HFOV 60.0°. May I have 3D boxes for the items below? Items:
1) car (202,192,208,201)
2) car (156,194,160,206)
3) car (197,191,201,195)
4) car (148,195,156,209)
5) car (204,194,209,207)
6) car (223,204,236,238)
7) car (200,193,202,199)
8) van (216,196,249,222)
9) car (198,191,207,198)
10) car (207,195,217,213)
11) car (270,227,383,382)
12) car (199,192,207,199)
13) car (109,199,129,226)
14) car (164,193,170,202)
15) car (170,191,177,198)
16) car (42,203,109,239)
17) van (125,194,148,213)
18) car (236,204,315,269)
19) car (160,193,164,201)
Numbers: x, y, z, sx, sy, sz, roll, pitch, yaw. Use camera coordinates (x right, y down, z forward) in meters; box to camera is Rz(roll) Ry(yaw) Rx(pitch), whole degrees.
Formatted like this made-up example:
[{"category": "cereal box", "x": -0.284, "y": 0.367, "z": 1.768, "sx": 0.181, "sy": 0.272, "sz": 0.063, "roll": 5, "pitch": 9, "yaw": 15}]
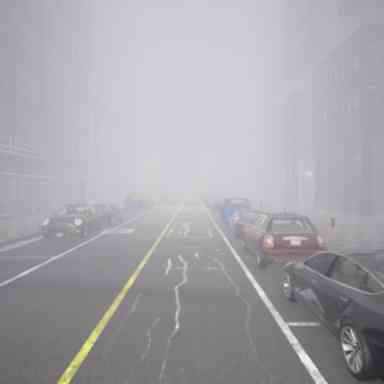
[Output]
[{"category": "car", "x": 2.790, "y": 1.120, "z": 44.437, "sx": 1.967, "sy": 1.590, "sz": 4.097, "roll": 0, "pitch": 0, "yaw": 0}, {"category": "car", "x": -5.735, "y": 1.225, "z": 44.435, "sx": 1.887, "sy": 1.381, "sz": 4.507, "roll": 0, "pitch": 0, "yaw": 0}, {"category": "car", "x": 2.812, "y": 0.756, "z": 78.046, "sx": 2.192, "sy": 1.841, "sz": 5.009, "roll": 0, "pitch": 0, "yaw": 0}, {"category": "car", "x": -5.739, "y": 1.265, "z": 38.833, "sx": 1.887, "sy": 1.381, "sz": 4.507, "roll": 0, "pitch": 0, "yaw": 0}, {"category": "car", "x": 2.786, "y": 1.265, "z": 38.836, "sx": 1.887, "sy": 1.381, "sz": 4.507, "roll": 0, "pitch": 0, "yaw": 0}, {"category": "car", "x": 2.771, "y": 1.463, "z": 16.429, "sx": 1.802, "sy": 1.307, "sz": 4.206, "roll": 0, "pitch": 0, "yaw": 0}, {"category": "car", "x": 2.798, "y": 1.182, "z": 55.641, "sx": 1.802, "sy": 1.307, "sz": 4.206, "roll": 0, "pitch": 0, "yaw": 0}, {"category": "van", "x": 2.774, "y": 1.182, "z": 22.029, "sx": 1.690, "sy": 1.788, "sz": 3.998, "roll": 0, "pitch": 0, "yaw": 0}, {"category": "car", "x": 2.806, "y": 1.065, "z": 66.844, "sx": 1.887, "sy": 1.381, "sz": 4.507, "roll": 0, "pitch": 0, "yaw": 0}, {"category": "car", "x": 2.783, "y": 1.305, "z": 33.234, "sx": 1.887, "sy": 1.381, "sz": 4.507, "roll": 0, "pitch": 0, "yaw": 0}, {"category": "car", "x": 2.763, "y": 1.527, "z": 5.226, "sx": 1.947, "sy": 1.339, "sz": 4.313, "roll": 0, "pitch": 0, "yaw": 0}, {"category": "car", "x": 2.817, "y": 0.842, "z": 83.648, "sx": 1.967, "sy": 1.590, "sz": 4.097, "roll": 0, "pitch": 0, "yaw": 0}, {"category": "car", "x": -5.750, "y": 1.386, "z": 22.026, "sx": 1.887, "sy": 1.381, "sz": 4.507, "roll": 0, "pitch": 0, "yaw": 0}, {"category": "car", "x": -5.724, "y": 1.000, "z": 61.241, "sx": 1.967, "sy": 1.590, "sz": 4.097, "roll": 0, "pitch": 0, "yaw": 0}, {"category": "car", "x": -5.704, "y": 0.908, "z": 89.251, "sx": 1.887, "sy": 1.381, "sz": 4.507, "roll": 0, "pitch": 0, "yaw": 0}, {"category": "car", "x": -5.755, "y": 1.321, "z": 16.424, "sx": 1.967, "sy": 1.590, "sz": 4.097, "roll": 0, "pitch": 0, "yaw": 0}, {"category": "van", "x": -5.743, "y": 1.102, "z": 33.230, "sx": 1.690, "sy": 1.788, "sz": 3.998, "roll": 0, "pitch": 0, "yaw": 0}, {"category": "car", "x": 2.767, "y": 1.361, "z": 10.827, "sx": 1.967, "sy": 1.590, "sz": 4.097, "roll": 0, "pitch": 0, "yaw": 0}, {"category": "car", "x": -5.731, "y": 1.167, "z": 49.867, "sx": 1.752, "sy": 1.417, "sz": 4.829, "roll": 0, "pitch": 0, "yaw": 0}]
